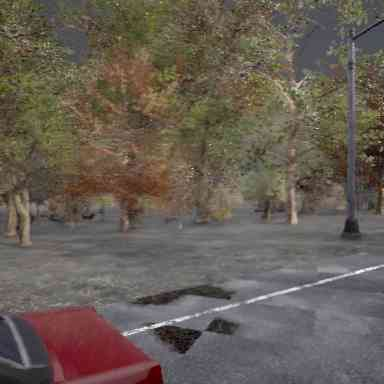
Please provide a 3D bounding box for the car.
[{"bbox_3d":[-2.641,1.599,2.114,4.718,1.301,1.895,0,0,-36],"label":"car"}]
